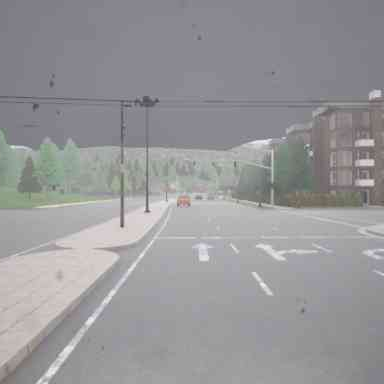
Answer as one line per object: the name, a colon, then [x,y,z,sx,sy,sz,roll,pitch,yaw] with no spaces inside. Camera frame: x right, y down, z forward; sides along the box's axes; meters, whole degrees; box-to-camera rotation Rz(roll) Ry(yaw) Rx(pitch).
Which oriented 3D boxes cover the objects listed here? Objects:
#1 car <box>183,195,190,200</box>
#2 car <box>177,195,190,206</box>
car: [-1.585,1.603,95.416,1.812,1.442,4.674,0,0,0]
car: [-1.380,1.397,54.414,2.097,1.767,4.553,0,0,-1]
